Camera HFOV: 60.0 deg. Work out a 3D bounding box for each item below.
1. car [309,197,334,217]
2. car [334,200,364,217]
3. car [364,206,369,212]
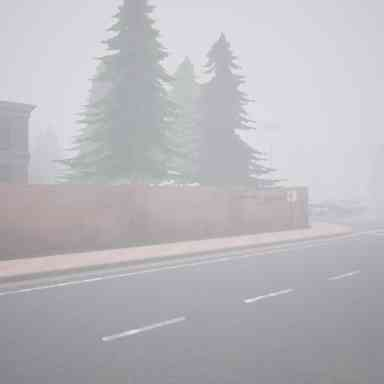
[{"bbox_3d":[9.940,1.224,31.304,2.150,2.045,5.566,0,0,-34],"label":"car"},{"bbox_3d":[13.627,1.526,32.211,1.812,1.442,4.674,0,0,-35],"label":"car"},{"bbox_3d":[15.719,1.547,35.314,2.033,1.411,5.357,0,0,-35],"label":"car"}]
